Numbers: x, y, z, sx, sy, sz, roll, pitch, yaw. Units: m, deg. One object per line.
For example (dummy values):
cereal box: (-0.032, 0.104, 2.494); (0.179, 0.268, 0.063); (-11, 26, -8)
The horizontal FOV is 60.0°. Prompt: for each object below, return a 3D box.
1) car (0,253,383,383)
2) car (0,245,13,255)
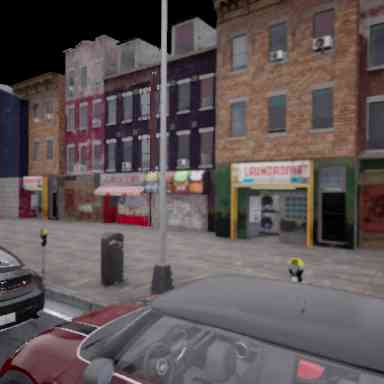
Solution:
car: (0.205, 1.439, 2.652); (4.097, 1.590, 1.967); (0, 1, 36)
car: (-4.370, 1.547, 5.917); (4.403, 1.369, 2.008); (0, 1, 36)
